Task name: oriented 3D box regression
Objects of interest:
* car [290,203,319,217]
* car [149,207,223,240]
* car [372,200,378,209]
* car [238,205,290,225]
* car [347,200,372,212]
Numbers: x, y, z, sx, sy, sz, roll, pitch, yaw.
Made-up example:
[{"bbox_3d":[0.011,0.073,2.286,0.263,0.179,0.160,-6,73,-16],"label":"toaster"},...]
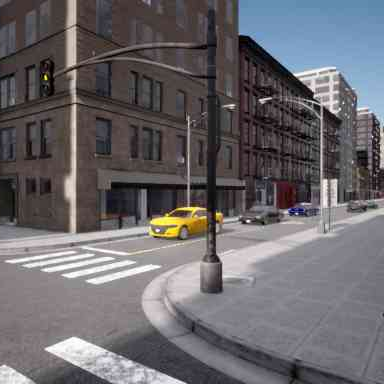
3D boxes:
[{"bbox_3d":[11.535,1.815,34.314,1.895,1.301,4.718,0,0,36],"label":"car"},{"bbox_3d":[-0.188,1.575,17.872,1.882,1.535,5.008,0,0,35],"label":"car"},{"bbox_3d":[27.777,1.904,52.043,1.994,1.385,4.181,0,0,35],"label":"car"},{"bbox_3d":[5.551,1.704,25.932,2.033,1.411,5.357,0,0,35],"label":"car"},{"bbox_3d":[21.416,1.775,43.112,2.128,1.511,4.902,0,0,35],"label":"car"}]
